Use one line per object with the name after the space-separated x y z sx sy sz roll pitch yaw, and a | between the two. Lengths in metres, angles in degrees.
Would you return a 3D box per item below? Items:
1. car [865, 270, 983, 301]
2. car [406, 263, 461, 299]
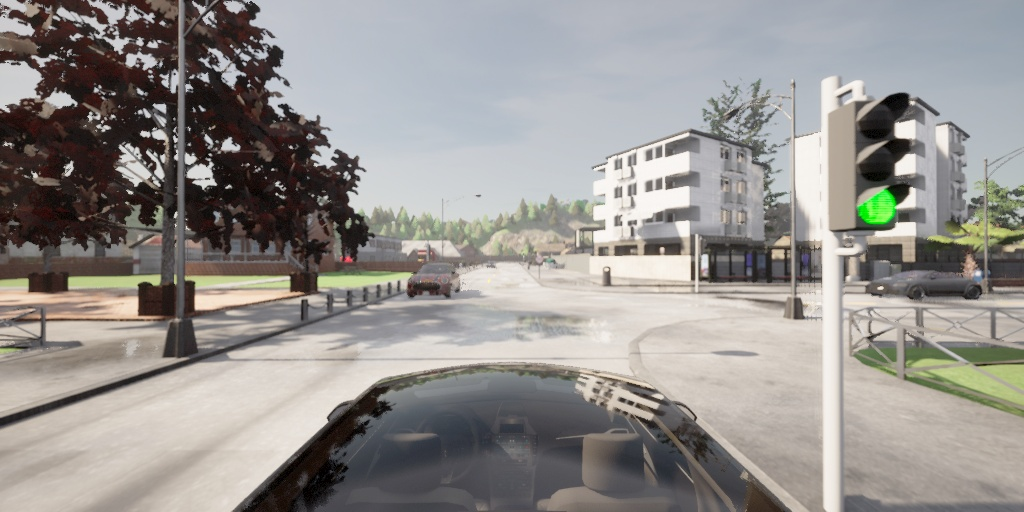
20.200 1.404 17.715 4.181 1.385 1.994 0 0 0 | car
-3.983 1.158 18.897 2.097 1.767 4.553 0 0 0 | car
